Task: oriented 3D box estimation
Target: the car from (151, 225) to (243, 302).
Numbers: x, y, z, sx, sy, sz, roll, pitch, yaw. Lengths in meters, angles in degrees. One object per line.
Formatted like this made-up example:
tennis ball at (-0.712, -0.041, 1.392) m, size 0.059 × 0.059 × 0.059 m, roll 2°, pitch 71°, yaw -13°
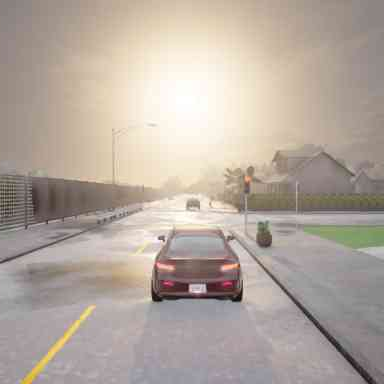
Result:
car at (0.104, 1.526, 8.132) m, size 1.812 × 1.442 × 4.674 m, roll 0°, pitch 0°, yaw 0°

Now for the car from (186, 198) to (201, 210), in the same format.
car at (0.163, 1.505, 44.117) m, size 1.837 × 1.490 × 4.892 m, roll 0°, pitch 0°, yaw 0°
